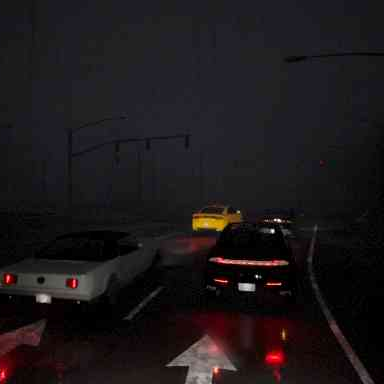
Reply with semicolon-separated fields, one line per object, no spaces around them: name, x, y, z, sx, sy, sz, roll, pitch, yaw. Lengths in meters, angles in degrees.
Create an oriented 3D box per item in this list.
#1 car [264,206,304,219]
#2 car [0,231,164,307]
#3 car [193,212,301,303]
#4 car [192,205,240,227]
car;4.598;1.505;17.207;1.837;1.490;4.892;0;0;21
car;-2.158;1.601;8.069;1.895;1.301;4.718;0;0;12
car;1.538;1.492;8.323;2.128;1.511;4.902;0;0;13
car;1.597;1.478;19.034;1.882;1.535;5.008;0;0;21
